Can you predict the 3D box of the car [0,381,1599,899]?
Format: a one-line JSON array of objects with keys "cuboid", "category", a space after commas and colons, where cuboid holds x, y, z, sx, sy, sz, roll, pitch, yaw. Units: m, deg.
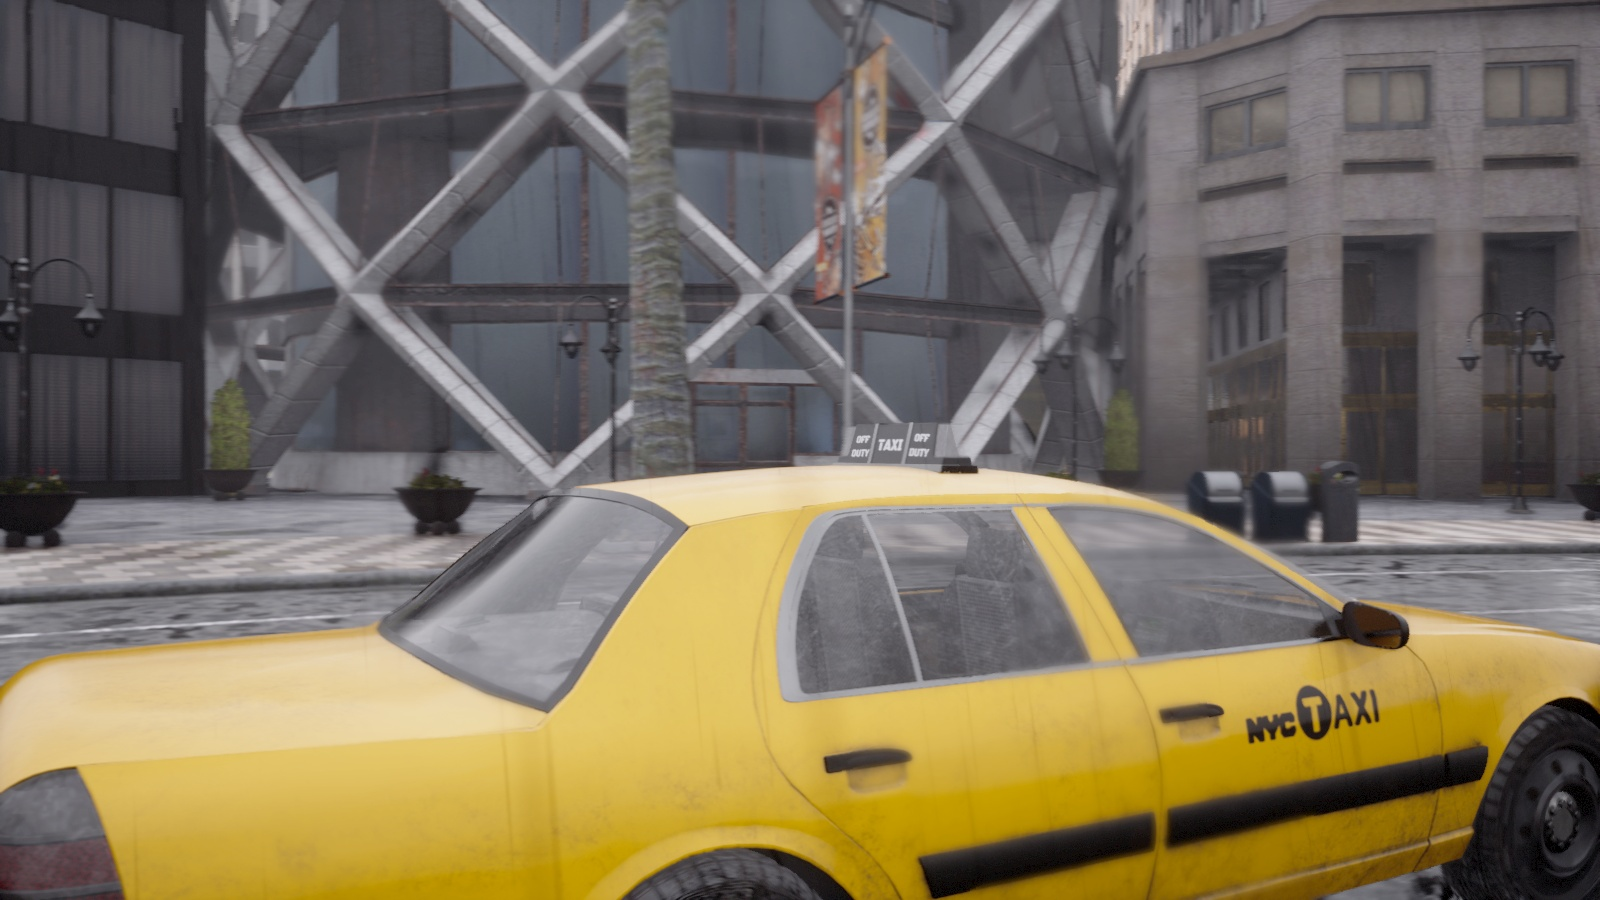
[{"cuboid": [0.386, 0.688, 3.741, 5.366, 1.575, 1.801, 0, 0, -30], "category": "car"}]
